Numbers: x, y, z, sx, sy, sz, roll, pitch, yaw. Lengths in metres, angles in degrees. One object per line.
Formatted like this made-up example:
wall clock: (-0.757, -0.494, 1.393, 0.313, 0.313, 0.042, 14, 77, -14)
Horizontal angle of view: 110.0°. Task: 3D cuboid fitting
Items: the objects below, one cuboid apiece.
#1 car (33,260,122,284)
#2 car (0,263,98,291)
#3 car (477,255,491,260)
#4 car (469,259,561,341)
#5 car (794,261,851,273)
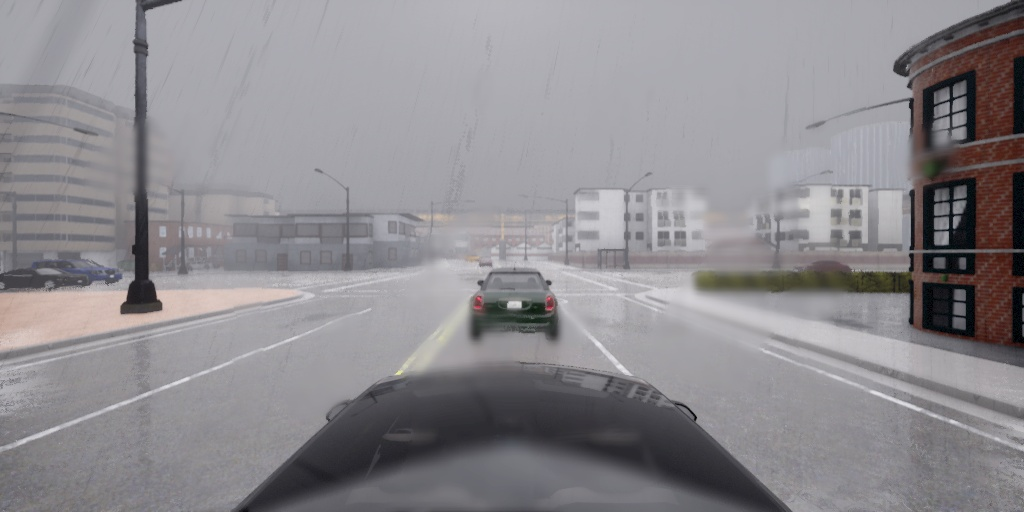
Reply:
car: (-33.948, 1.300, 27.870, 5.566, 2.045, 2.150, -1, 0, -1)
car: (-32.006, 1.522, 24.416, 5.008, 1.535, 1.882, -1, 0, -1)
car: (-3.817, 0.876, 52.883, 1.882, 1.535, 5.008, 0, 2, -3)
car: (0.072, 1.085, 9.991, 2.097, 1.767, 4.553, 0, 0, 0)
car: (30.484, 1.207, 35.277, 4.674, 1.442, 1.812, 0, 0, 3)
